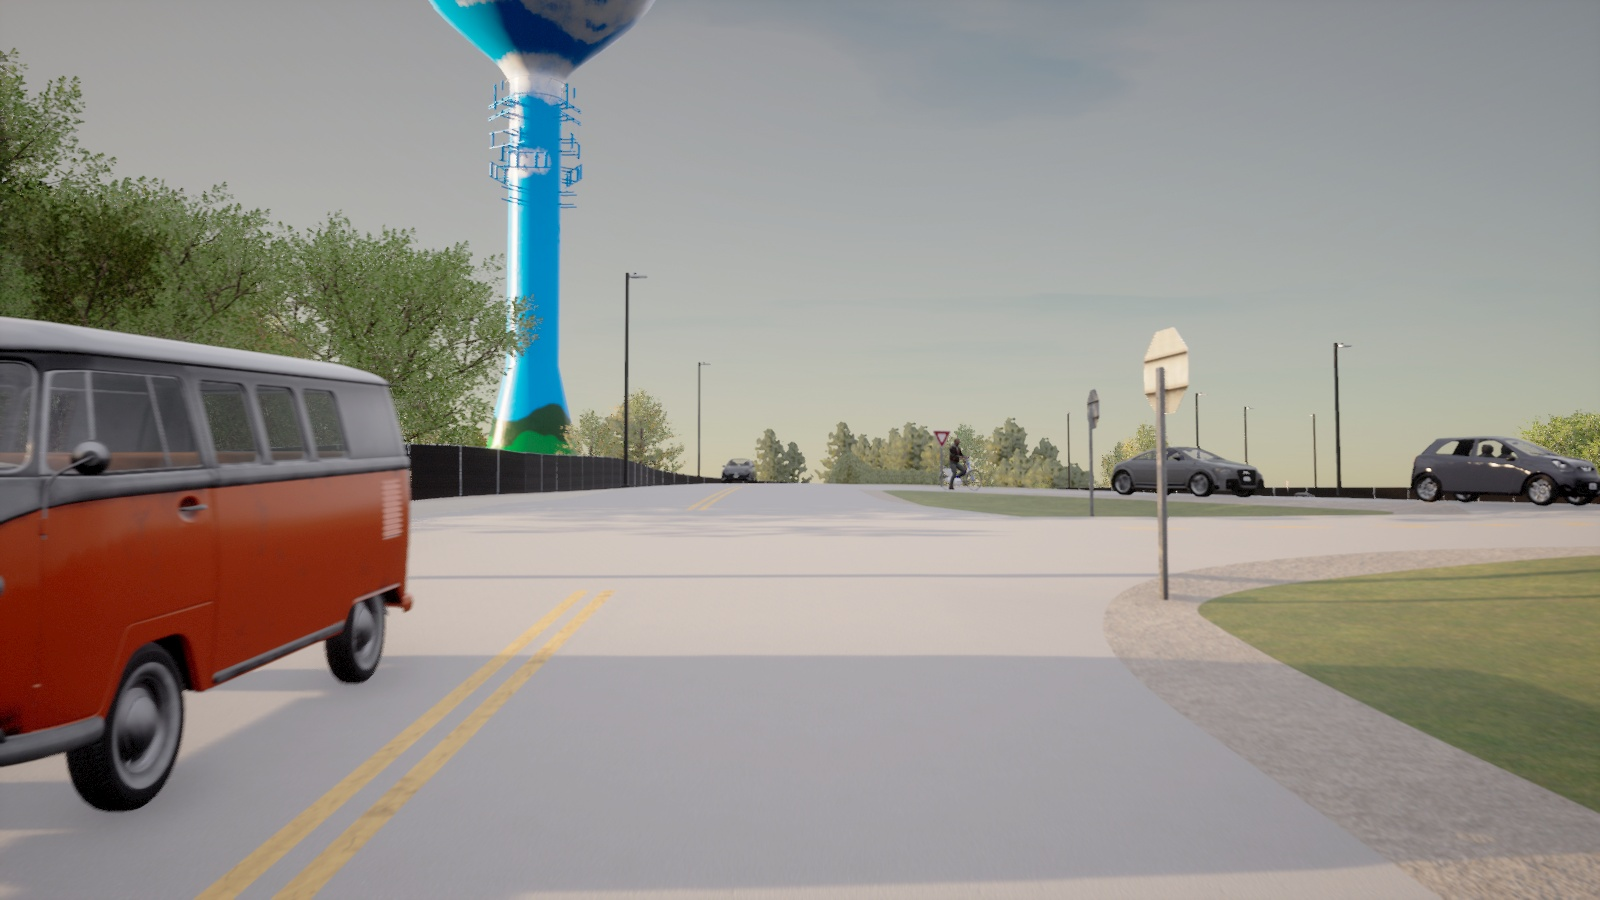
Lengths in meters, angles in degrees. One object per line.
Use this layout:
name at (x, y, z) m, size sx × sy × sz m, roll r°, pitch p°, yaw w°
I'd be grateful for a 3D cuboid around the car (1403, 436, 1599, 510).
car at (15.431, 0.503, 27.445) m, size 1.845 × 1.501 × 3.633 m, roll 1°, pitch -1°, yaw -31°

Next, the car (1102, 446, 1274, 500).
car at (10.659, 0.627, 34.742) m, size 1.994 × 1.385 × 4.181 m, roll 2°, pitch -1°, yaw -35°

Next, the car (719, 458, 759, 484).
car at (-3.649, 1.255, 75.780) m, size 2.007 × 1.525 × 4.514 m, roll 0°, pitch -1°, yaw 3°

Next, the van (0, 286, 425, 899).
van at (-3.432, 0.433, 6.238) m, size 1.775 × 1.987 × 4.442 m, roll 0°, pitch 1°, yaw 0°

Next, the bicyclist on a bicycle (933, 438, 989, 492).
bicyclist on a bicycle at (5.370, 0.508, 41.880) m, size 0.659 × 1.776 × 1.843 m, roll 2°, pitch -2°, yaw -43°
